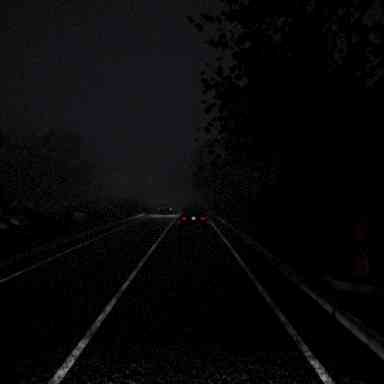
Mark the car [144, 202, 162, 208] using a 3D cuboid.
[{"bbox_3d":[-10.344,3.453,88.914,4.553,1.767,2.185,0,-2,0],"label":"car"}]

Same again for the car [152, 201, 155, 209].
[{"bbox_3d":[-10.135,2.721,63.941,5.366,1.575,1.946,0,-2,0],"label":"car"}]

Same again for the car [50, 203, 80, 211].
[{"bbox_3d":[-23.399,2.672,61.290,4.674,1.452,2.002,0,-2,0],"label":"car"}]

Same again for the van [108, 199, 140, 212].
[{"bbox_3d":[-10.208,2.024,50.076,4.442,1.987,1.878,0,-2,0],"label":"van"}]

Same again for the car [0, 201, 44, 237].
[{"bbox_3d":[-10.366,1.467,16.787,4.553,1.767,2.185,0,-1,0],"label":"car"}]

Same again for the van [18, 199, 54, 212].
[{"bbox_3d":[-23.521,2.029,50.224,4.442,1.987,1.878,0,-2,0],"label":"van"}]

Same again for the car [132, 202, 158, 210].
[{"bbox_3d":[-10.132,3.005,72.265,5.366,1.575,1.946,0,-2,0],"label":"car"}]

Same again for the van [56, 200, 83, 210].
[{"bbox_3d":[-23.517,2.497,63.942,4.442,1.987,1.878,0,-2,0],"label":"van"}]

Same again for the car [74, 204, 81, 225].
[{"bbox_3d":[-10.362,1.720,22.332,4.792,1.488,2.163,0,-1,0],"label":"car"}]

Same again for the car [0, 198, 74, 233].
[{"bbox_3d":[-10.305,1.389,19.561,5.566,2.045,2.435,0,-1,0],"label":"car"}]

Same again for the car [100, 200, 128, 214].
[{"bbox_3d":[-10.330,2.030,38.986,4.674,1.452,2.002,0,-1,0],"label":"car"}]

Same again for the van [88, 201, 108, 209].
[{"bbox_3d":[-23.510,3.163,83.448,4.442,1.987,1.878,0,-2,0],"label":"van"}]

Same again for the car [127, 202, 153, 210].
[{"bbox_3d":[-10.313,2.819,66.716,4.892,1.521,2.231,0,-2,0],"label":"car"}]

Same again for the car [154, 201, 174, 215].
[{"bbox_3d":[-3.348,2.100,43.024,1.882,1.535,5.008,0,-1,0],"label":"car"}]

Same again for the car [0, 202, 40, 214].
[{"bbox_3d":[-23.411,2.093,44.698,5.008,1.535,2.097,0,-1,0],"label":"car"}]

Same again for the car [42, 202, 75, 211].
[{"bbox_3d":[-23.396,2.538,58.522,5.008,1.535,2.097,0,-2,0],"label":"car"}]

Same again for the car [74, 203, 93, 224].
[{"bbox_3d":[-10.335,1.780,25.107,4.674,1.452,2.002,0,-1,0],"label":"car"}]

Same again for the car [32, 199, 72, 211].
[{"bbox_3d":[-23.374,2.188,55.637,5.566,2.045,2.435,0,-2,0],"label":"car"}]

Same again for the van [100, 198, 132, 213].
[{"bbox_3d":[-10.210,1.815,41.766,4.442,1.987,1.878,0,-1,0],"label":"van"}]

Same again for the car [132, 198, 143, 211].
[{"bbox_3d":[-10.354,1.904,47.302,5.566,2.045,2.435,0,-2,0],"label":"car"}]

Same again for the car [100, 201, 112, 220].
[{"bbox_3d":[-10.336,1.840,30.659,5.008,1.535,2.097,0,-1,0],"label":"car"}]

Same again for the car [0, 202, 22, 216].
[{"bbox_3d":[-23.223,1.990,39.161,5.366,1.575,1.946,0,-1,0],"label":"car"}]

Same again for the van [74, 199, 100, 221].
[{"bbox_3d":[-10.448,1.564,27.888,4.442,1.987,1.878,0,-1,0],"label":"van"}]

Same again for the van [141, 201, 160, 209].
[{"bbox_3d":[-10.431,3.161,83.371,4.442,1.987,1.878,0,-2,0],"label":"van"}]

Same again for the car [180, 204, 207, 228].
[{"bbox_3d":[0.094,1.778,23.788,2.033,1.411,5.357,0,-1,0],"label":"car"}]

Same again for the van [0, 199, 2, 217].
[{"bbox_3d":[-23.525,1.717,36.394,4.442,1.987,1.878,0,-1,0],"label":"van"}]

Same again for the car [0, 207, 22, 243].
[{"bbox_3d":[-10.342,1.550,14.009,5.008,1.535,2.097,0,-1,0],"label":"car"}]

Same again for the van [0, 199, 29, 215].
[{"bbox_3d":[-23.290,1.817,41.932,4.442,1.987,1.878,0,-1,0],"label":"van"}]

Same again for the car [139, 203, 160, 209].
[{"bbox_3d":[-10.286,3.321,80.588,4.792,1.488,2.163,0,-2,0],"label":"car"}]

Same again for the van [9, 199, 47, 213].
[{"bbox_3d":[-23.288,1.930,47.323,4.442,1.987,1.878,0,-1,0],"label":"van"}]

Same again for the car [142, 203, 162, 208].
[{"bbox_3d":[-10.343,3.511,86.137,4.792,1.488,2.163,0,-2,0],"label":"car"}]

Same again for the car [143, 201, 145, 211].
[{"bbox_3d":[-10.326,2.385,52.841,4.674,1.452,2.002,0,-2,0],"label":"car"}]

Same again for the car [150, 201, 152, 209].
[{"bbox_3d":[-10.290,2.503,61.171,4.553,1.767,2.185,0,-2,0],"label":"car"}]

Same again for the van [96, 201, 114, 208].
[{"bbox_3d":[-23.284,3.355,89.000,4.442,1.987,1.878,0,-2,0],"label":"van"}]

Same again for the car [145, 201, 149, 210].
[{"bbox_3d":[-10.317,2.439,55.617,5.008,1.535,2.097,0,-2,0],"label":"car"}]

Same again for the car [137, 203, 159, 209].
[{"bbox_3d":[-10.287,3.227,77.813,4.792,1.488,2.163,0,-2,0],"label":"car"}]

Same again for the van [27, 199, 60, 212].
[{"bbox_3d":[-23.520,2.119,52.868,4.442,1.987,1.878,0,-2,0],"label":"van"}]

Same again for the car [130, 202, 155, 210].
[{"bbox_3d":[-10.325,2.914,69.490,4.892,1.521,2.231,0,-2,0],"label":"car"}]

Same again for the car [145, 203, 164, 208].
[{"bbox_3d":[-10.306,3.680,91.687,4.892,1.521,2.231,0,-2,0],"label":"car"}]

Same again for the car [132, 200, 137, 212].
[{"bbox_3d":[-10.355,2.120,44.543,4.792,1.488,2.163,0,-1,0],"label":"car"}]

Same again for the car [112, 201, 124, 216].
[{"bbox_3d":[-10.299,1.970,36.209,4.792,1.488,2.163,0,-1,0],"label":"car"}]
